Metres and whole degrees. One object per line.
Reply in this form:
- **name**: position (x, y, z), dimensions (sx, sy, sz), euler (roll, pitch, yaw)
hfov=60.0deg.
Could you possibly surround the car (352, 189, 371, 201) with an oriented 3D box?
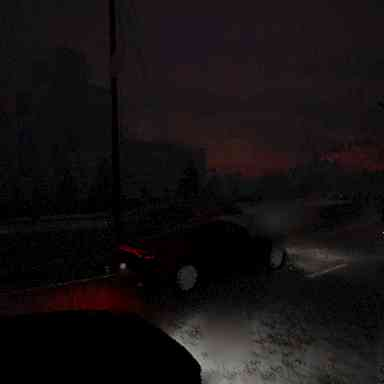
- **car**: position (28.511, 0.503, 55.428), dimensions (2.150, 2.045, 5.566), euler (-1, 0, 41)

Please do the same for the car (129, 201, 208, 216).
- **car**: position (-1.773, 1.417, 16.198), dimensions (4.892, 1.490, 1.837), euler (-1, 1, -41)

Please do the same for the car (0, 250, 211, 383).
- **car**: position (-2.455, 1.565, 2.124), dimensions (5.357, 1.411, 2.033), euler (-1, 1, -35)

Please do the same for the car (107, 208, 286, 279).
- **car**: position (0.440, 1.410, 8.721), dimensions (5.008, 1.535, 1.882), euler (-1, 1, -38)

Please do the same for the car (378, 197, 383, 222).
- **car**: position (13.776, 1.177, 21.517), dimensions (1.837, 1.490, 4.892), euler (0, 1, 42)

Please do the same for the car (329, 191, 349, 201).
- **car**: position (25.167, 0.674, 56.889), dimensions (2.097, 1.767, 4.553), euler (-1, 0, 40)

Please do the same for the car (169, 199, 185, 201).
- **car**: position (-1.270, 1.357, 26.129), dimensions (1.837, 1.490, 4.892), euler (0, 1, 44)

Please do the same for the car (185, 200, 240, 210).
- **car**: position (1.831, 1.385, 24.311), dimensions (1.994, 1.385, 4.181), euler (0, 0, 44)

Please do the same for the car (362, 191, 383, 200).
- **car**: position (26.049, 0.925, 47.103), dimensions (1.994, 1.385, 4.181), euler (-1, 0, 40)
